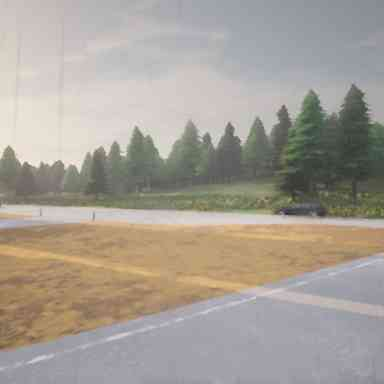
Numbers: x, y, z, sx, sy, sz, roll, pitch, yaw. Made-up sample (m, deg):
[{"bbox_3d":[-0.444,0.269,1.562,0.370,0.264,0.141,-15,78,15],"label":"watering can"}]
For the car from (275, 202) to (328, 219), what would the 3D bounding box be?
[{"bbox_3d":[10.822,1.756,33.084,5.008,1.535,1.882,0,0,34],"label":"car"}]
